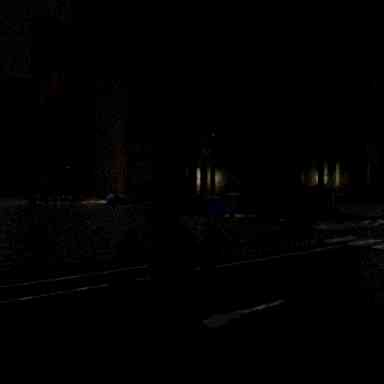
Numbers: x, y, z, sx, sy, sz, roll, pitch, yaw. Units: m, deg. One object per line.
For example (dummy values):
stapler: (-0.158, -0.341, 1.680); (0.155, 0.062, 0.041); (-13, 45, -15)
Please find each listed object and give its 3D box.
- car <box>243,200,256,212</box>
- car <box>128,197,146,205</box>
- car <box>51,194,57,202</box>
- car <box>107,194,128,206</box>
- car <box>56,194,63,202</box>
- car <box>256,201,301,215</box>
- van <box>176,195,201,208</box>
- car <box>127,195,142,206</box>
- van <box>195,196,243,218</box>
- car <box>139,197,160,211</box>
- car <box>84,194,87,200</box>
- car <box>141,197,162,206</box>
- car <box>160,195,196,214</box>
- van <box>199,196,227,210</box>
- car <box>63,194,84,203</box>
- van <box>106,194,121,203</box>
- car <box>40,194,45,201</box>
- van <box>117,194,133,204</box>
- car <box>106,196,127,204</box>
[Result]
car: (6.055, 1.640, 39.773); (1.802, 1.307, 4.206); (0, 0, -35)
car: (-10.409, 1.635, 62.898); (1.802, 1.307, 4.206); (0, 0, -35)
car: (-30.424, 1.537, 76.314); (1.752, 1.417, 4.829); (0, 0, -35)
car: (-12.416, 1.570, 55.751); (2.033, 1.411, 5.357); (0, 0, -35)
car: (-27.230, 1.452, 71.828); (1.967, 1.590, 4.097); (0, 0, -35)
car: (9.349, 1.612, 35.148); (2.008, 1.369, 4.403); (0, 0, -35)
van: (-0.529, 1.394, 49.024); (1.690, 1.788, 3.998); (0, 0, -35)
car: (-8.576, 1.564, 55.649); (1.812, 1.442, 4.674); (0, 0, -35)
van: (2.406, 1.358, 30.203); (1.690, 1.788, 3.998); (0, 0, -35)
car: (-4.181, 1.593, 39.453); (1.802, 1.307, 4.206); (0, 0, -35)
car: (-30.165, 1.373, 90.650); (2.192, 1.841, 5.009); (0, 0, -35)
car: (-7.116, 1.634, 58.273); (1.802, 1.307, 4.206); (0, 0, -35)
car: (-0.887, 1.329, 34.828); (2.192, 1.841, 5.009); (0, 0, -35)
van: (2.763, 1.396, 44.399); (1.690, 1.788, 3.998); (0, 0, -35)
car: (-23.938, 1.562, 67.202); (2.008, 1.369, 4.403); (0, 0, -35)
van: (-16.994, 1.396, 72.150); (1.690, 1.788, 3.998); (0, 0, -35)
car: (-37.010, 1.539, 85.563); (1.752, 1.417, 4.829); (0, 0, -35)
van: (-13.701, 1.395, 67.524); (1.690, 1.788, 3.998); (0, 0, -35)
car: (-14.561, 1.587, 63.968); (2.033, 1.411, 5.357); (0, 0, -35)
